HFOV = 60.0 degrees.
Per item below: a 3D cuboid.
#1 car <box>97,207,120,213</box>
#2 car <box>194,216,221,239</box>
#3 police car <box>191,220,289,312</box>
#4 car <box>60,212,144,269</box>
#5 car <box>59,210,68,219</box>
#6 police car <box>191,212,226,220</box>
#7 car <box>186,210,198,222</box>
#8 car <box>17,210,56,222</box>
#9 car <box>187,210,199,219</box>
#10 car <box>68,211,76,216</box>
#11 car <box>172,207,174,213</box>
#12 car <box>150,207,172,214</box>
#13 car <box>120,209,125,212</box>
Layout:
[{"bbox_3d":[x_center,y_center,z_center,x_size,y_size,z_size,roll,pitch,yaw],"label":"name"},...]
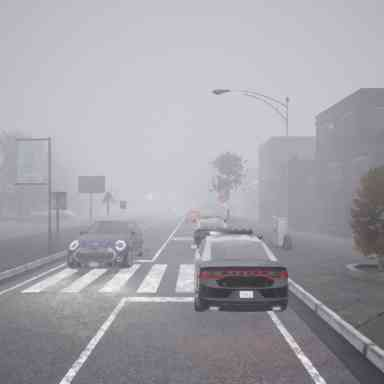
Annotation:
[{"bbox_3d":[-21.571,4.964,84.306,5.008,1.535,2.097,0,-2,0],"label":"car"},{"bbox_3d":[1.060,2.527,24.543,1.812,1.442,4.674,0,-2,0],"label":"car"},{"bbox_3d":[0.998,1.766,8.656,1.930,1.638,5.238,0,-2,0],"label":"police car"},{"bbox_3d":[-3.208,1.860,13.164,2.097,1.767,4.553,0,-2,0],"label":"car"},{"bbox_3d":[-21.753,3.495,49.430,4.892,1.521,2.231,0,-2,0],"label":"car"},{"bbox_3d":[1.034,2.179,18.658,1.930,1.638,5.238,0,-2,0],"label":"police car"},{"bbox_3d":[0.204,3.277,46.658,2.097,1.767,4.553,0,-2,1],"label":"car"},{"bbox_3d":[-21.773,3.396,46.155,4.674,1.452,2.002,0,-2,0],"label":"car"},{"bbox_3d":[0.245,4.032,60.089,2.033,1.411,5.357,0,-2,0],"label":"car"},{"bbox_3d":[-21.747,3.631,52.700,5.008,1.535,2.097,0,-2,0],"label":"car"},{"bbox_3d":[-8.496,4.963,89.809,5.566,2.045,2.435,0,-3,0],"label":"car"},{"bbox_3d":[-8.476,5.086,87.000,4.892,1.521,2.231,0,-3,0],"label":"car"},{"bbox_3d":[-21.552,5.218,89.868,5.008,1.535,2.097,0,-3,0],"label":"car"}]
